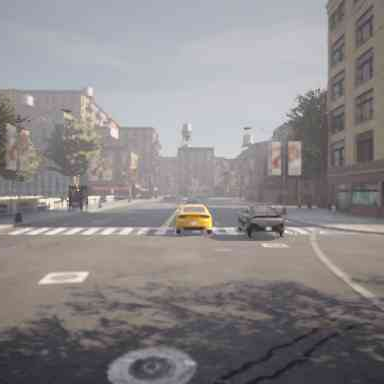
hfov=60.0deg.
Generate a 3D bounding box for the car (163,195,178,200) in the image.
[{"bbox_3d":[-6.428,1.500,94.011,2.002,1.452,4.674,0,0,20],"label":"car"}]

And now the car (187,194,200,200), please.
[{"bbox_3d":[-0.018,1.551,60.181,1.994,1.385,4.181,0,0,0],"label":"car"}]

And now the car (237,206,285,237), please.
[{"bbox_3d":[3.594,1.488,18.004,2.128,1.511,4.902,0,0,0],"label":"car"}]

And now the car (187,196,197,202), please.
[{"bbox_3d":[0.026,1.579,75.886,1.895,1.301,4.718,0,0,4],"label":"car"}]

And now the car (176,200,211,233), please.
[{"bbox_3d":[0.094,1.473,19.704,1.882,1.535,5.008,0,0,0],"label":"car"}]
